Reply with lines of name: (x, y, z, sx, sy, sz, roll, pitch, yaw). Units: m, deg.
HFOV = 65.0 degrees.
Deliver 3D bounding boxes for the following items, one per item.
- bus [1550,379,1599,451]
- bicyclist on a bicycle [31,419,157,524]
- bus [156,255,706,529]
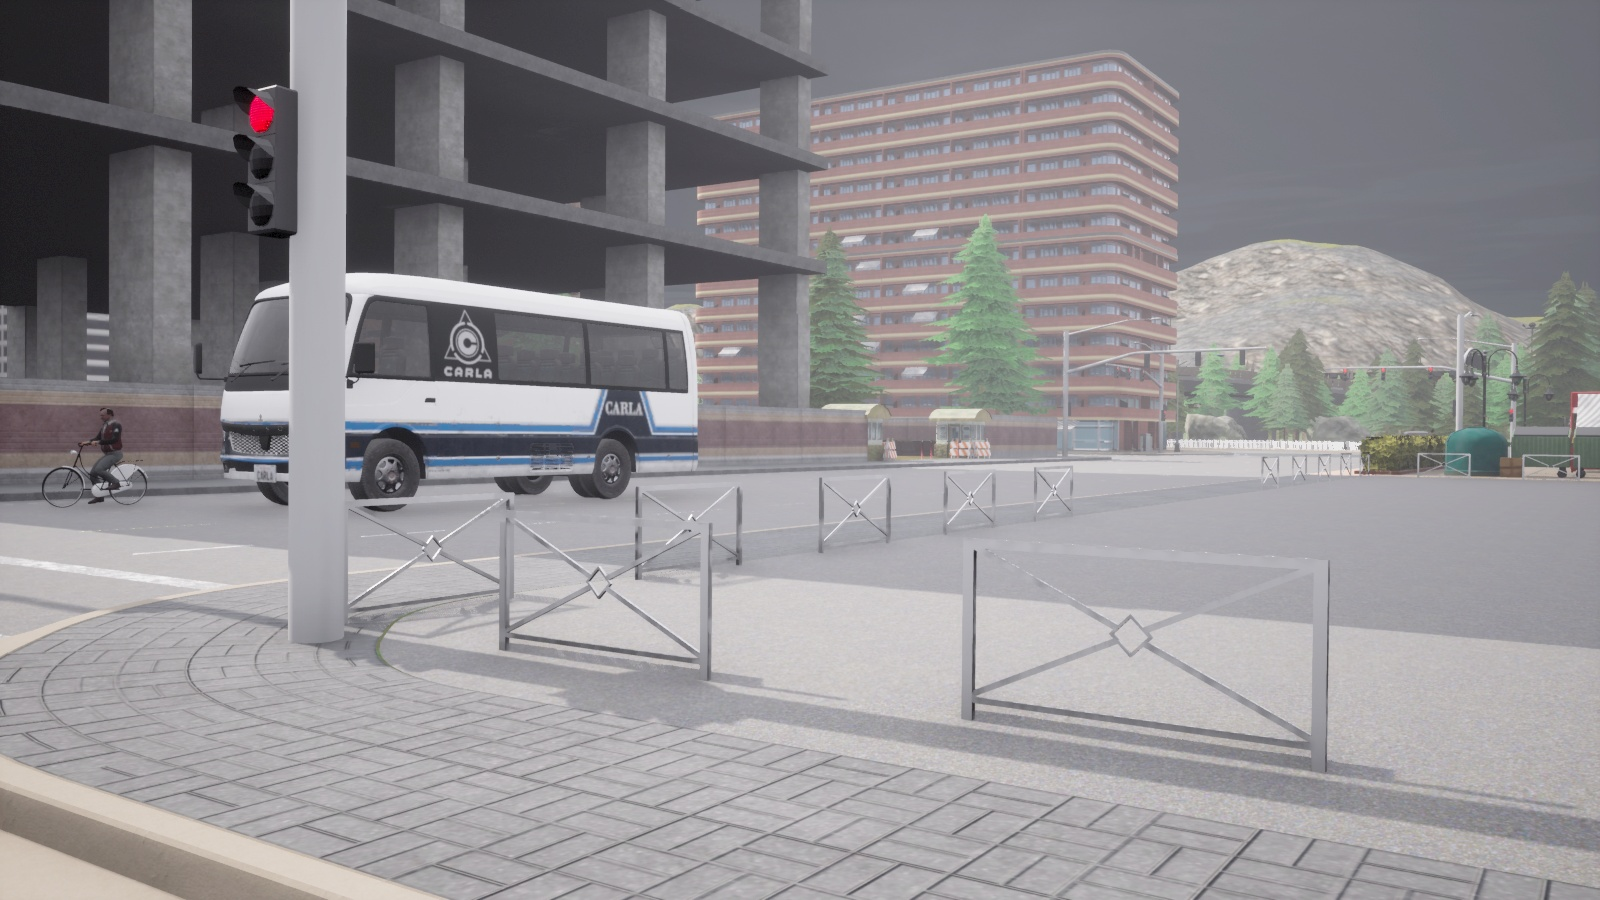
bus: (50.595, -2.120, 74.497, 10.273, 4.253, 3.944, 0, 1, 34)
bicyclist on a bicycle: (-12.481, 0.356, 22.252, 0.659, 1.776, 1.843, 0, 1, 33)
bus: (-6.591, -0.980, 24.827, 3.944, 4.253, 10.273, 0, 1, 33)
